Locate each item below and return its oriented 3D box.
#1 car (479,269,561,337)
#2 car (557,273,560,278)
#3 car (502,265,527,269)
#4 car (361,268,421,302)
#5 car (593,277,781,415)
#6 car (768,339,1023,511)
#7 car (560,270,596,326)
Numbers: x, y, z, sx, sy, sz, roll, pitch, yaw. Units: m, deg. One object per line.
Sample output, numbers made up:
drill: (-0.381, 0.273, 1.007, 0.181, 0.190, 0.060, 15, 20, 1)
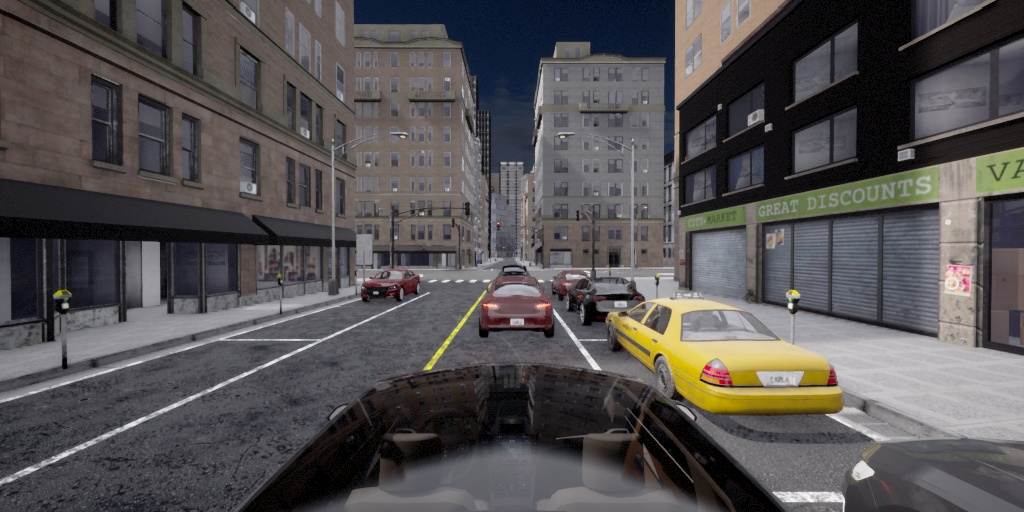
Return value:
car: (0.103, 1.273, 10.128, 1.812, 1.442, 4.674, 0, 0, 0)
car: (2.892, 1.327, 17.149, 1.802, 1.307, 4.207, 0, 0, 0)
car: (0.119, 1.249, 20.407, 1.837, 1.490, 4.892, 0, 0, 0)
car: (-5.653, 1.290, 17.156, 1.888, 1.381, 4.507, 0, 0, 0)
car: (2.879, 1.274, 6.147, 1.751, 1.417, 4.829, 0, 0, 0)
car: (2.872, 1.301, 0.391, 2.007, 1.370, 4.403, 0, 0, 0)
car: (2.885, 1.313, 11.563, 1.948, 1.339, 4.313, 0, 0, 0)
